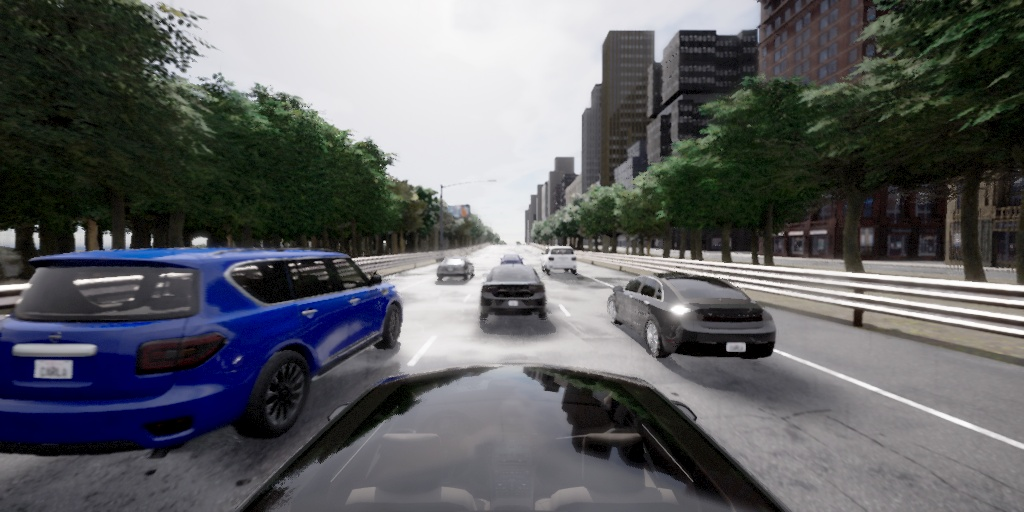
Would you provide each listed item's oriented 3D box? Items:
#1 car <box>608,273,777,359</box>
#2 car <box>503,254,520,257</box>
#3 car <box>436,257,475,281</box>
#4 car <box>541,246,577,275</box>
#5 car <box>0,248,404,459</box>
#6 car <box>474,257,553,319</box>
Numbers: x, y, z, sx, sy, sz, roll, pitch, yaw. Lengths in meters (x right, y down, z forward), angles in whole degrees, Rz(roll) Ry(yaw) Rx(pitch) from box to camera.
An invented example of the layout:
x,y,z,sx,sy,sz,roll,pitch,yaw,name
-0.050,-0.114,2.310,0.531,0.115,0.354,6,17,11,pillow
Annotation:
x,y,z,sx,sy,sz,roll,pitch,yaw,name
3.535,1.114,8.009,1.837,1.490,4.892,0,2,1,car
-0.031,0.544,28.972,1.812,1.442,4.674,0,2,0,car
-3.528,0.742,23.034,2.033,1.411,5.357,0,2,0,car
3.475,0.293,27.133,2.150,2.045,5.566,0,2,0,car
-3.468,0.892,5.454,2.150,2.045,5.566,0,2,2,car
0.036,0.994,11.702,1.882,1.535,5.008,0,2,0,car
